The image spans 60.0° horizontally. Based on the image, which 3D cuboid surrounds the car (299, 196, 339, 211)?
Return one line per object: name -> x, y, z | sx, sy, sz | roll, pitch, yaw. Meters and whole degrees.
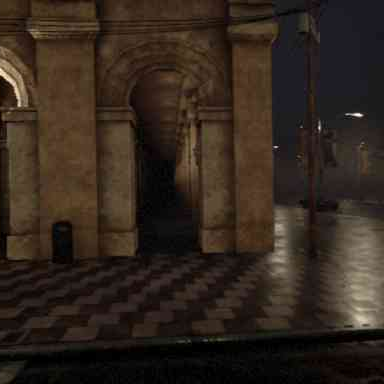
car -> 11.878, 1.023, 31.305 | 1.895, 1.301, 4.718 | -1, 1, -4
